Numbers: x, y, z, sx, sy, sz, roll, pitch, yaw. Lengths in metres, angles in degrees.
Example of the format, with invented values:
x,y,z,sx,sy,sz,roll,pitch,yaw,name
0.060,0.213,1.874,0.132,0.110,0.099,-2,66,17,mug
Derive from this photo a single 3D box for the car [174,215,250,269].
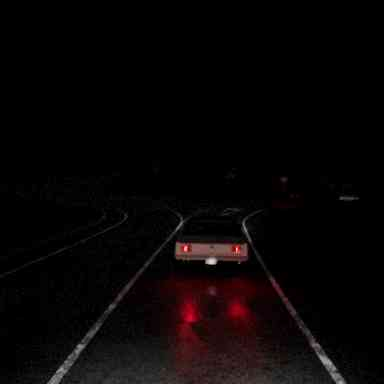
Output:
x,y,z,sx,sy,sz,roll,pitch,yaw,name
0.640,1.361,10.342,1.895,1.301,4.718,1,1,4,car

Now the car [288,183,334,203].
x,y,z,sx,sy,sz,roll,pitch,yaw,name
10.293,-0.012,28.491,4.674,1.442,1.812,-5,8,-30,car
